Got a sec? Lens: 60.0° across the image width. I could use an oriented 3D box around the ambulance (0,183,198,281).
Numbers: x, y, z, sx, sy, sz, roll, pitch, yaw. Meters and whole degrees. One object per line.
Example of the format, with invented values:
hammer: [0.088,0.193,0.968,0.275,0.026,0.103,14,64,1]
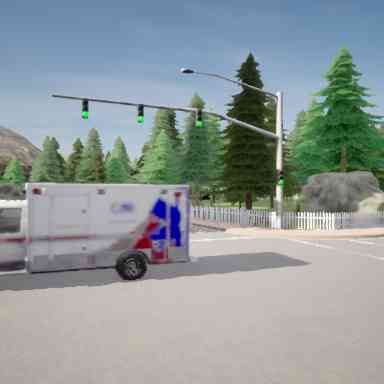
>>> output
ambulance: [-3.155,1.009,8.812,6.366,2.431,2.351,0,0,-22]
